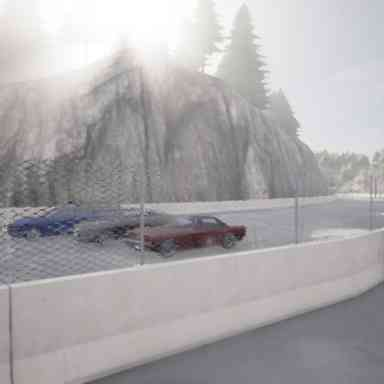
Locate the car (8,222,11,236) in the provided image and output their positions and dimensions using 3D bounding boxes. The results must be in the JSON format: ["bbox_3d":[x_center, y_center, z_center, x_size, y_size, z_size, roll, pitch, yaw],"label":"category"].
[{"bbox_3d":[-6.431,1.482,16.782,5.008,1.535,1.882,0,0,-38],"label":"car"}]
